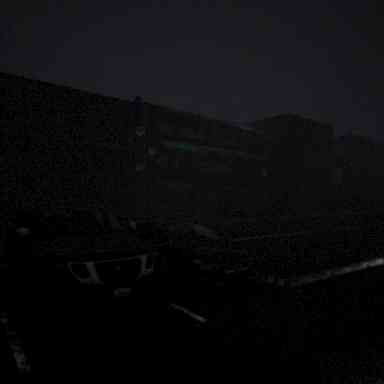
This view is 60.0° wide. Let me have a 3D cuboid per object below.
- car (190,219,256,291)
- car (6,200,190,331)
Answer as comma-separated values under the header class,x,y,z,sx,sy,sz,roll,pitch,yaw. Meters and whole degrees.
class,x,y,z,sx,sy,sz,roll,pitch,yaw
car,-0.423,1.469,9.095,2.231,1.521,4.892,0,0,-35
car,-2.684,1.222,7.441,2.435,2.045,5.566,0,0,-35
